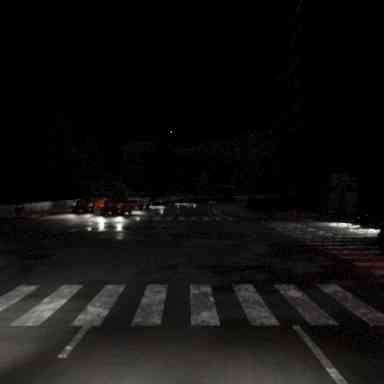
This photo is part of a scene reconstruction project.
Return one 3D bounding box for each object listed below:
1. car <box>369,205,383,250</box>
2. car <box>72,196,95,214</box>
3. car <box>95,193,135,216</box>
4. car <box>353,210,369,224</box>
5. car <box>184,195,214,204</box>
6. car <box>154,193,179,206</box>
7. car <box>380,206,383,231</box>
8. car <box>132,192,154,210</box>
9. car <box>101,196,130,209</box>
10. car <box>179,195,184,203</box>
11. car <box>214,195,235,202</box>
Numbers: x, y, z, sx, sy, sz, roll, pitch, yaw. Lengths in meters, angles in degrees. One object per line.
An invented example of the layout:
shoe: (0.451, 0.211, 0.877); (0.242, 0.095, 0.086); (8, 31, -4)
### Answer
car: (9.008, 1.361, 11.466); (4.553, 1.767, 2.097); (0, 0, -4)
car: (-10.414, 1.216, 33.736); (2.097, 1.767, 4.553); (0, 0, 3)
car: (-7.002, 1.227, 30.890); (2.097, 1.767, 4.553); (0, 0, 1)
car: (13.087, 1.529, 22.138); (4.181, 1.385, 1.994); (0, 0, 0)
car: (1.256, 1.287, 59.061); (1.812, 1.442, 4.674); (0, 0, 41)
car: (-4.172, 1.322, 50.336); (1.812, 1.442, 4.674); (0, 0, 25)
car: (13.191, 1.544, 18.630); (4.181, 1.385, 1.994); (0, 0, -2)
car: (-6.657, 1.058, 40.474); (2.150, 2.045, 5.566); (0, 0, 6)
car: (-9.749, 1.304, 42.935); (1.882, 1.535, 5.008); (0, 0, 10)
car: (-1.612, 1.278, 61.323); (1.812, 1.442, 4.674); (0, 0, 42)
car: (6.391, 1.273, 67.928); (5.357, 1.411, 2.033); (0, 0, -33)
